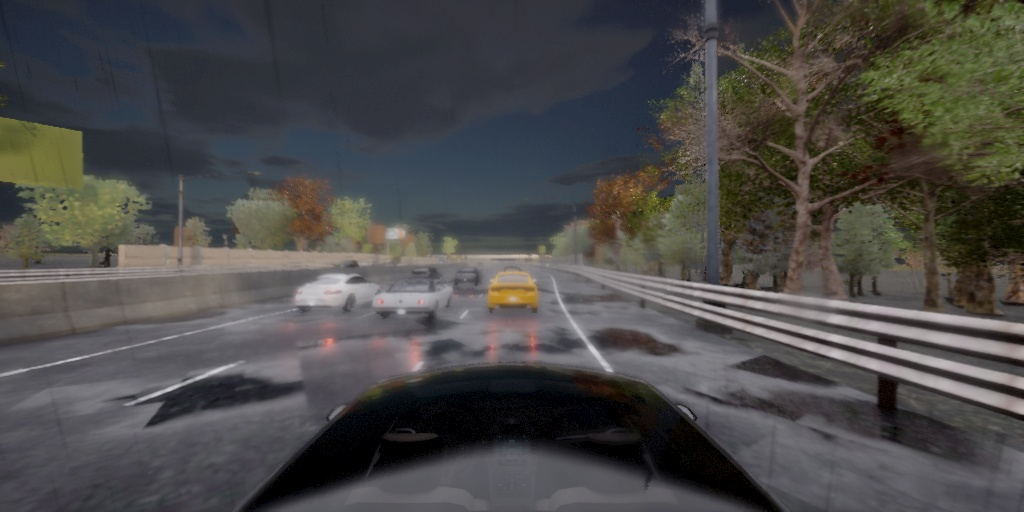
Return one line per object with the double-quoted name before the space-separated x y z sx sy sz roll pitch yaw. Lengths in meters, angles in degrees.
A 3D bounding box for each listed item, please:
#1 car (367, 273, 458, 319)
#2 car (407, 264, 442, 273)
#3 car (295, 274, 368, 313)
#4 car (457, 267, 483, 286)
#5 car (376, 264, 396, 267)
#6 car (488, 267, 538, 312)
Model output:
"car" -3.461 1.503 13.511 1.895 1.301 4.718 0 -1 0
"car" -6.959 1.616 29.149 1.837 1.490 4.892 0 0 0
"car" -6.952 1.445 14.805 1.812 1.442 4.674 0 -1 0
"car" -3.460 1.602 29.113 2.128 1.511 4.902 0 -1 0
"car" -21.027 2.116 61.803 2.033 1.411 5.357 0 -1 0
"car" 0.050 1.403 15.263 1.882 1.535 5.008 0 0 0
